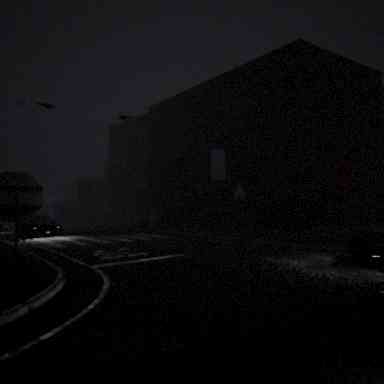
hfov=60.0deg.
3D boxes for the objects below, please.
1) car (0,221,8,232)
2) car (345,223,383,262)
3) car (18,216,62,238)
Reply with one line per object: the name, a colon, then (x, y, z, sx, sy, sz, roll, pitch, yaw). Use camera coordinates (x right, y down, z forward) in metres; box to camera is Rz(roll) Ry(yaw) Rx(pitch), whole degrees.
car: (-24.038, 4.260, 40.984, 1.882, 1.535, 5.008, 0, -5, -36)
car: (7.574, 1.500, 10.970, 5.008, 1.535, 1.882, 0, 0, -12)
car: (-10.693, 2.363, 23.115, 2.033, 1.411, 5.357, 0, -5, -37)
